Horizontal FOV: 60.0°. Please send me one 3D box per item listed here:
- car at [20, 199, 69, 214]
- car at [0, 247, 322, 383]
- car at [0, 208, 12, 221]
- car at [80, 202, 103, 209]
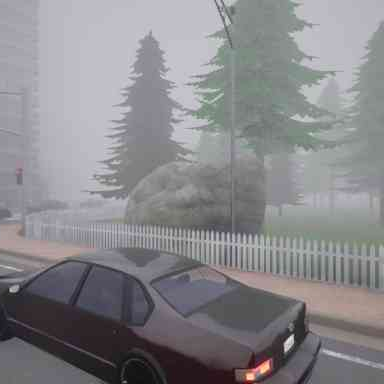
[{"bbox_3d":[-15.301,1.492,34.954,2.033,1.411,5.357,0,0,17],"label":"car"},{"bbox_3d":[-1.081,1.547,4.759,5.357,1.411,2.033,0,0,35],"label":"car"},{"bbox_3d":[-15.872,1.506,24.948,1.994,1.385,4.181,0,0,35],"label":"car"},{"bbox_3d":[-13.599,1.545,45.094,1.895,1.301,4.718,0,0,2],"label":"car"}]
